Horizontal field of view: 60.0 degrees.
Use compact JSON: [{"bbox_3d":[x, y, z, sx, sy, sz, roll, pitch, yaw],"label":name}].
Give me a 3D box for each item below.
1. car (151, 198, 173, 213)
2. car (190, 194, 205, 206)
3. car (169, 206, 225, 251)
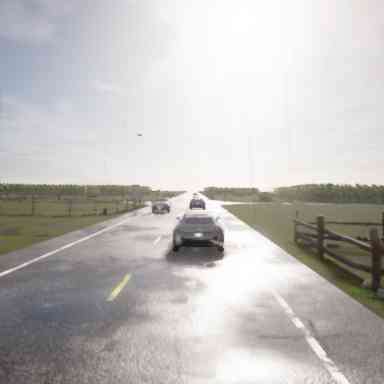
[{"bbox_3d":[-3.095,1.338,34.679,2.128,1.511,4.902,0,0,1],"label":"car"},{"bbox_3d":[0.697,1.347,42.362,1.994,1.385,4.181,0,0,1],"label":"car"},{"bbox_3d":[0.262,1.496,13.900,1.994,1.385,4.181,0,0,1],"label":"car"}]
